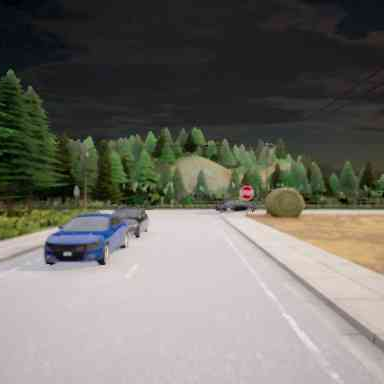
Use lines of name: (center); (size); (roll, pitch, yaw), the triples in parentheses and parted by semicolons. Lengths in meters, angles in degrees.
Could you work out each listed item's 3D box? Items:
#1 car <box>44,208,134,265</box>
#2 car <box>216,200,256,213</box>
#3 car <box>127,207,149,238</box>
car: (-3.587, 1.540, 12.106); (1.882, 1.535, 5.008); (0, -1, 0)
car: (5.097, 1.666, 38.291); (4.902, 1.511, 2.128); (0, 0, -24)
car: (-3.493, 1.623, 18.297); (2.128, 1.511, 4.902); (0, 0, 0)
